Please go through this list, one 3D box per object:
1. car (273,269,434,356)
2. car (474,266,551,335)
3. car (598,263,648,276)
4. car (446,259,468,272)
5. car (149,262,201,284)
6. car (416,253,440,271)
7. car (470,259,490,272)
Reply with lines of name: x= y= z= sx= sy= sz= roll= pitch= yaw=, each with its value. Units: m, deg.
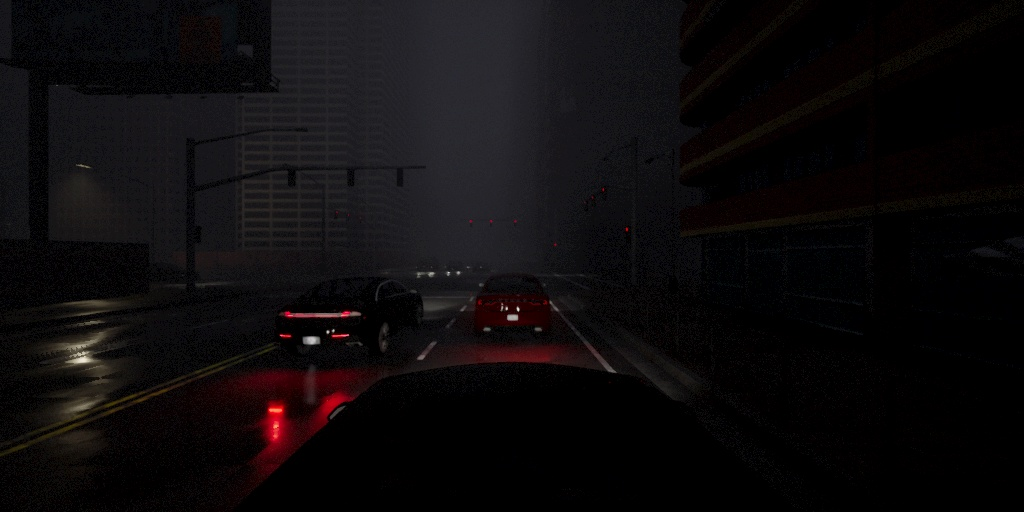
car: x=-3.477 y=1.238 z=8.592 sx=2.128 sy=1.511 sz=4.902 roll=0 pitch=0 yaw=-1
car: x=0.011 y=1.224 z=10.481 sx=1.882 sy=1.535 sz=5.008 roll=0 pitch=0 yaw=0
car: x=11.322 y=1.335 z=36.790 sx=4.718 sy=1.301 sz=1.895 roll=0 pitch=0 yaw=2
car: x=-7.430 y=1.276 z=47.329 sx=2.033 sy=1.411 sz=5.357 roll=0 pitch=0 yaw=0
car: x=-25.508 y=1.216 z=25.985 sx=5.008 sy=1.535 sz=1.882 roll=0 pitch=0 yaw=0
car: x=-10.931 y=0.950 z=47.120 sx=2.150 sy=2.045 sz=5.566 roll=0 pitch=0 yaw=0
car: x=-3.721 y=1.294 z=44.705 sx=1.994 sy=1.385 sz=4.181 roll=0 pitch=0 yaw=0
